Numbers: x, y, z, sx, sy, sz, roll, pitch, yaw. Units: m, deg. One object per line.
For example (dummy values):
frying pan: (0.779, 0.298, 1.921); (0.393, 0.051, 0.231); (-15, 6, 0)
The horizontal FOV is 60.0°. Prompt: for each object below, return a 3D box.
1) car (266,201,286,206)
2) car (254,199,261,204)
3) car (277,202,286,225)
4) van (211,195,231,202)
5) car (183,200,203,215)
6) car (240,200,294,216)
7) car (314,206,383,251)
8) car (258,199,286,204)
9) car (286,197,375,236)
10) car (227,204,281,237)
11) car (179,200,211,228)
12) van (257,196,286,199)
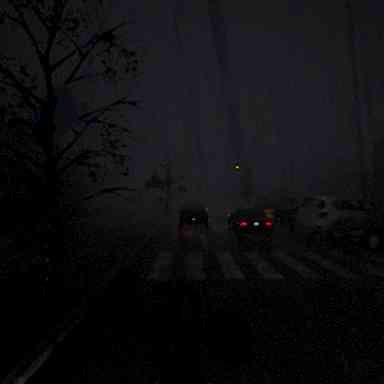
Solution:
car: (8.064, 1.575, 23.107); (4.892, 1.521, 2.231); (1, -1, -20)
car: (8.097, 1.645, 29.084); (4.792, 1.488, 2.163); (1, -1, -20)
car: (8.076, 1.555, 20.121); (5.008, 1.535, 2.097); (1, 0, -20)
van: (7.967, 1.749, 87.280); (4.442, 1.987, 1.878); (1, -2, -20)
car: (0.100, 1.680, 37.888); (2.128, 1.511, 4.902); (0, 0, 0)
car: (7.899, 1.653, 34.969); (5.366, 1.575, 1.946); (1, 0, -20)
car: (8.080, 1.527, 14.156); (4.892, 1.521, 2.231); (1, 0, -20)
car: (8.245, 1.593, 26.154); (5.366, 1.575, 1.946); (1, -1, -20)
car: (8.100, 1.288, 17.158); (5.566, 2.045, 2.435); (1, -1, -20)
car: (3.100, 1.602, 18.537); (2.033, 1.411, 5.357); (0, 0, 0)
car: (0.102, 1.561, 23.141); (1.882, 1.535, 5.008); (0, 0, 0)
van: (7.965, 1.409, 32.012); (4.442, 1.987, 1.878); (1, 0, -20)
